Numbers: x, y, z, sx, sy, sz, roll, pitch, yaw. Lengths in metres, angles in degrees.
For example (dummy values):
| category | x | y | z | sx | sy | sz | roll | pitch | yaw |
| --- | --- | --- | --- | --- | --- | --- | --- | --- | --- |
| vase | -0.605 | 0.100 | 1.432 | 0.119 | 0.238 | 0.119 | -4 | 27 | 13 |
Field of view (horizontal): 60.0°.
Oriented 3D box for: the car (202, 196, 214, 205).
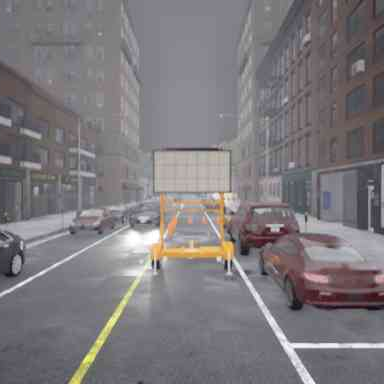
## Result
| category | x | y | z | sx | sy | sz | roll | pitch | yaw |
| --- | --- | --- | --- | --- | --- | --- | --- | --- | --- |
| car | 2.657 | 1.448 | 57.107 | 1.802 | 1.307 | 4.206 | 0 | 0 | 0 |

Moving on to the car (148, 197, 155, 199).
| category | x | y | z | sx | sy | sz | roll | pitch | yaw |
| --- | --- | --- | --- | --- | --- | --- | --- | --- | --- |
| car | -5.376 | 1.476 | 35.033 | 1.947 | 1.339 | 4.313 | 0 | 0 | 0 |

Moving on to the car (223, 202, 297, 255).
| category | x | y | z | sx | sy | sz | roll | pitch | yaw |
| --- | --- | --- | --- | --- | --- | --- | --- | --- | --- |
| car | 2.642 | 1.281 | 12.961 | 2.192 | 1.841 | 5.009 | 0 | 0 | 0 |

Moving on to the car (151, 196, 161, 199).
| category | x | y | z | sx | sy | sz | roll | pitch | yaw |
| --- | --- | --- | --- | --- | --- | --- | --- | --- | --- |
| car | -5.374 | 1.448 | 40.551 | 2.008 | 1.369 | 4.403 | 0 | 0 | 0 |

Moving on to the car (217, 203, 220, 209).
| category | x | y | z | sx | sy | sz | roll | pitch | yaw |
| --- | --- | --- | --- | --- | --- | --- | --- | --- | --- |
| car | 2.639 | 1.477 | 18.648 | 1.752 | 1.417 | 4.829 | 0 | 0 | 0 |

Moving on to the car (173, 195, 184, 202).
| category | x | y | z | sx | sy | sz | roll | pitch | yaw |
| --- | --- | --- | --- | --- | --- | --- | --- | --- | --- |
| car | -2.727 | 1.404 | 66.702 | 1.837 | 1.490 | 4.892 | 0 | 0 | 0 |

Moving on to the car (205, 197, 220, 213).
| category | x | y | z | sx | sy | sz | roll | pitch | yaw |
| --- | --- | --- | --- | --- | --- | --- | --- | --- | --- |
| car | 2.649 | 1.492 | 35.034 | 1.802 | 1.307 | 4.206 | 0 | 0 | 0 |

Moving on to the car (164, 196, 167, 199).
| category | x | y | z | sx | sy | sz | roll | pitch | yaw |
| --- | --- | --- | --- | --- | --- | --- | --- | --- | --- |
| car | -5.370 | 1.402 | 51.419 | 1.752 | 1.417 | 4.829 | 0 | 0 | 0 |

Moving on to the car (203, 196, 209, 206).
| category | x | y | z | sx | sy | sz | roll | pitch | yaw |
| --- | --- | --- | --- | --- | --- | --- | --- | --- | --- |
| car | 2.651 | 1.479 | 40.552 | 1.802 | 1.307 | 4.206 | 0 | 0 | 0 |

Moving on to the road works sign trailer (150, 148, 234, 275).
| category | x | y | z | sx | sy | sz | roll | pitch | yaw |
| --- | --- | --- | --- | --- | --- | --- | --- | --- | --- |
| road works sign trailer | 0.003 | 0.437 | 10.327 | 2.380 | 3.560 | 2.880 | 0 | 0 | 0 |

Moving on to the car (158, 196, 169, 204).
| category | x | y | z | sx | sy | sz | roll | pitch | yaw |
| --- | --- | --- | --- | --- | --- | --- | --- | --- | --- |
| car | -5.366 | 1.438 | 62.627 | 1.802 | 1.307 | 4.206 | 0 | 0 | 0 |

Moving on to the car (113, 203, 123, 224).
| category | x | y | z | sx | sy | sz | roll | pitch | yaw |
| --- | --- | --- | --- | --- | --- | --- | --- | --- | --- |
| car | -5.380 | 1.488 | 23.996 | 2.008 | 1.369 | 4.403 | 0 | 0 | 0 |

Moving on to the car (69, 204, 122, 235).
| category | x | y | z | sx | sy | sz | roll | pitch | yaw |
| --- | --- | --- | --- | --- | --- | --- | --- | --- | --- |
| car | -5.382 | 1.534 | 18.477 | 1.802 | 1.307 | 4.206 | 0 | 0 | 0 |

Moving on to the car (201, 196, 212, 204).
| category | x | y | z | sx | sy | sz | roll | pitch | yaw |
| --- | --- | --- | --- | --- | --- | --- | --- | --- | --- |
| car | 2.659 | 1.422 | 62.626 | 1.947 | 1.339 | 4.313 | 0 | 0 | 0 |

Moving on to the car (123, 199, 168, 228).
| category | x | y | z | sx | sy | sz | roll | pitch | yaw |
| --- | --- | --- | --- | --- | --- | --- | --- | --- | --- |
| car | -2.841 | 1.434 | 21.885 | 2.128 | 1.511 | 4.902 | 0 | 0 | 0 |

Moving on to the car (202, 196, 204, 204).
| category | x | y | z | sx | sy | sz | roll | pitch | yaw |
| --- | --- | --- | --- | --- | --- | --- | --- | --- | --- |
| car | 2.653 | 1.411 | 46.241 | 1.752 | 1.417 | 4.829 | 0 | 0 | 0 |

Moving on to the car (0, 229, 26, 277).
| category | x | y | z | sx | sy | sz | roll | pitch | yaw |
| --- | --- | --- | --- | --- | --- | --- | --- | --- | --- |
| car | -5.386 | 1.531 | 7.439 | 2.008 | 1.369 | 4.403 | 0 | 0 | 0 |

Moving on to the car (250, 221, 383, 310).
| category | x | y | z | sx | sy | sz | roll | pitch | yaw |
| --- | --- | --- | --- | --- | --- | --- | --- | --- | --- |
| car | 2.639 | 1.562 | 7.443 | 1.802 | 1.307 | 4.206 | 0 | 0 | 0 |
